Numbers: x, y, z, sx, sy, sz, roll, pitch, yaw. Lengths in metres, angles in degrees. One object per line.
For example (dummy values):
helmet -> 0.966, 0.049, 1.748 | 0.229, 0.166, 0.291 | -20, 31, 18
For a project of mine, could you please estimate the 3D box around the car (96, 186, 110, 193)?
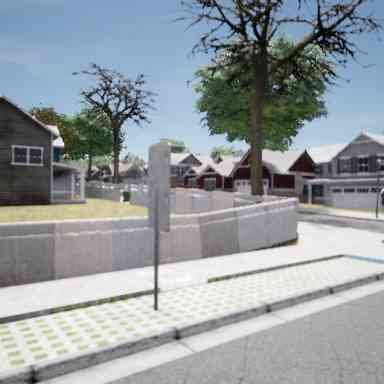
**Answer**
car -> -13.162, -0.441, 50.297 | 1.812, 1.442, 4.674 | 1, 2, -34
